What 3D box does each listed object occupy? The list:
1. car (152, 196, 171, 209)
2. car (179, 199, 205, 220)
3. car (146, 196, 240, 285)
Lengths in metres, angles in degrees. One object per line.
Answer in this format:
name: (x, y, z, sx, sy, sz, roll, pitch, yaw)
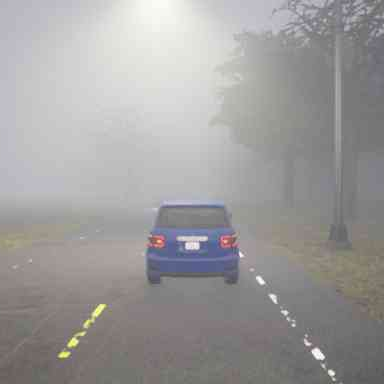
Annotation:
car: (-3.702, 1.232, 41.474, 1.994, 1.385, 4.181, 0, 1, 0)
car: (0.009, 1.399, 28.242, 2.033, 1.411, 5.357, 0, 1, 0)
car: (0.034, 1.208, 9.608, 2.150, 2.045, 5.566, 0, 0, 1)
